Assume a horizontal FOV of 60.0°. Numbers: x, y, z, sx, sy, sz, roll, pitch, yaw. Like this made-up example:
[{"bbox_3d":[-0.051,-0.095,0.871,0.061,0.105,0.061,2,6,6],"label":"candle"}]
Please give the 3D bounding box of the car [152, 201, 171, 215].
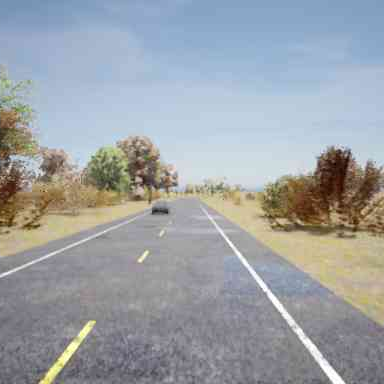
[{"bbox_3d":[-3.493,1.737,38.265,1.882,1.535,5.008,0,0,0],"label":"car"}]
